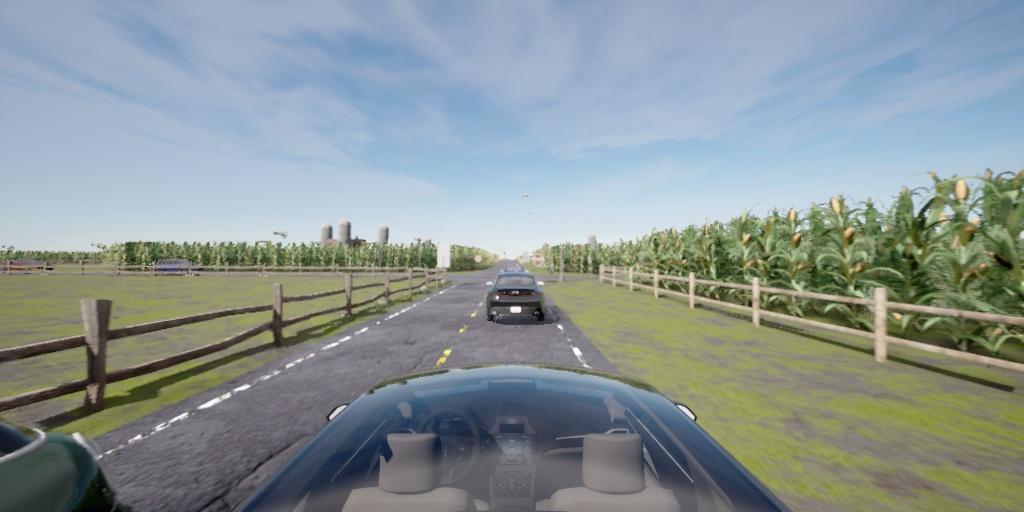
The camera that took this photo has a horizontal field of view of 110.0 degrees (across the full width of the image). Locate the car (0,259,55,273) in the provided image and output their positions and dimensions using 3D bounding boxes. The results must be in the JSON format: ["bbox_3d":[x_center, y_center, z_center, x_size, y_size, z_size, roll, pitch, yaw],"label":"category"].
[{"bbox_3d":[-51.874,1.057,38.348,4.181,1.385,1.994,0,-1,1],"label":"car"}]

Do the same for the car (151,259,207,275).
[{"bbox_3d":[-35.234,1.126,38.064,4.553,1.767,2.097,0,-1,1],"label":"car"}]

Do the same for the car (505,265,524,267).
[{"bbox_3d":[0.188,1.390,24.893,2.128,1.511,4.902,0,-1,2],"label":"car"}]

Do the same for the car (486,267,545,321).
[{"bbox_3d":[0.117,1.329,12.882,1.837,1.490,4.892,0,0,0],"label":"car"}]
